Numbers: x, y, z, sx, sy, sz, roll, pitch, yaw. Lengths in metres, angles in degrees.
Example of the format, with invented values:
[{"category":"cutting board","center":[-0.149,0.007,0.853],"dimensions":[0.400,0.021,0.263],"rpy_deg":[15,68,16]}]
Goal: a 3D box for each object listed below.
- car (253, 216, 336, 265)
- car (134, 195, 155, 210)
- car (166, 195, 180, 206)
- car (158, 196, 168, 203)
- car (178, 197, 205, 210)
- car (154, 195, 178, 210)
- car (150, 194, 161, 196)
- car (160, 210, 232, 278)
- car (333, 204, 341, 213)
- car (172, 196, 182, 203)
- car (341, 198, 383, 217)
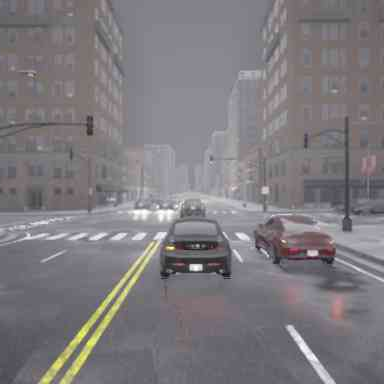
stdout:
[{"category":"car","center":[3.386,1.544,11.619],"dimensions":[1.812,1.442,4.674],"rpy_deg":[0,0,0]},{"category":"car","center":[-6.615,1.548,45.158],"dimensions":[2.128,1.511,4.902],"rpy_deg":[0,0,0]},{"category":"car","center":[-3.314,1.419,58.613],"dimensions":[2.097,1.767,4.553],"rpy_deg":[0,0,1]},{"category":"car","center":[-6.505,1.576,74.741],"dimensions":[1.837,1.490,4.892],"rpy_deg":[0,0,0]},{"category":"car","center":[0.080,1.398,29.821],"dimensions":[2.097,1.767,4.553],"rpy_deg":[0,0,0]},{"category":"car","center":[-3.354,1.548,43.964],"dimensions":[2.128,1.511,4.902],"rpy_deg":[0,0,0]},{"category":"car","center":[-6.554,1.291,59.374],"dimensions":[2.150,2.045,5.566],"rpy_deg":[0,0,1]},{"category":"car","center":[0.096,1.521,10.161],"dimensions":[1.837,1.490,4.892],"rpy_deg":[0,0,0]},{"category":"car","center":[16.108,1.364,32.180],"dimensions":[4.674,1.442,1.812],"rpy_deg":[-1,0,1]},{"category":"car","center":[-3.257,1.672,73.423],"dimensions":[1.895,1.301,4.718],"rpy_deg":[0,0,0]},{"category":"car","center":[16.376,1.366,28.934],"dimensions":[5.357,1.411,2.033],"rpy_deg":[-1,0,0]}]
